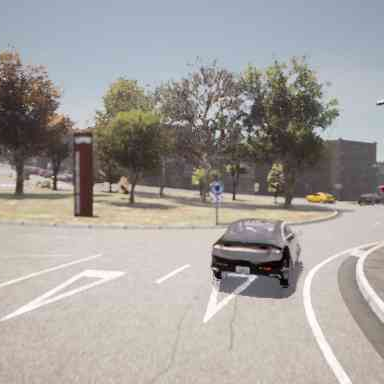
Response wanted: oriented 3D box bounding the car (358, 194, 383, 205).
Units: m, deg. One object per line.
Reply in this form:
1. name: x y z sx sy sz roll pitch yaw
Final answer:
1. car: 25.184 1.085 46.918 4.892 1.490 1.837 1 0 -41

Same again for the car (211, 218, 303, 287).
1. car: 1.981 1.499 9.445 2.128 1.511 4.902 1 0 21

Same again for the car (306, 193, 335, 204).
1. car: 19.482 0.901 50.669 1.882 1.535 5.008 0 1 -20

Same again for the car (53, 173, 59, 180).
1. car: -33.076 -3.586 86.888 2.002 1.452 4.674 7 6 28

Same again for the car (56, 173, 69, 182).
1. car: -31.079 -3.278 84.613 2.231 1.521 4.892 7 6 28
